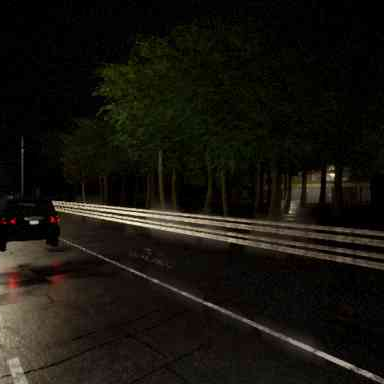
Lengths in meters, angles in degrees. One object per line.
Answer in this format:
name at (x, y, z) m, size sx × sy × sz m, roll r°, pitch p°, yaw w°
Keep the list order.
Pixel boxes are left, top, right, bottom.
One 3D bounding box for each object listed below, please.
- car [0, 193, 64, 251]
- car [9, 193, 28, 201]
car at (-7.445, 1.222, 14.538) m, size 2.150 × 2.045 × 5.566 m, roll 0°, pitch 0°, yaw -36°
car at (-43.154, 1.214, 82.726) m, size 2.150 × 2.045 × 5.566 m, roll 0°, pitch 0°, yaw -4°
